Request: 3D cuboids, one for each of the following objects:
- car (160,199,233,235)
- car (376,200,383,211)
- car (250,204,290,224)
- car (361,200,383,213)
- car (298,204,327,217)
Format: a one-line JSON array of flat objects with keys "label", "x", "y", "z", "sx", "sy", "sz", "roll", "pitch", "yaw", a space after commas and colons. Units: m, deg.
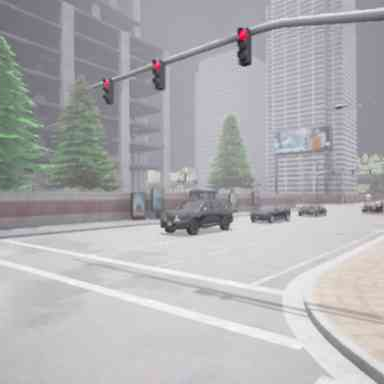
[{"label": "car", "x": 0.450, "y": 1.497, "z": 21.150, "sx": 2.150, "sy": 2.045, "sz": 5.566, "roll": -1, "pitch": -1, "yaw": 40}, {"label": "car", "x": 29.421, "y": 1.991, "z": 50.371, "sx": 1.882, "sy": 1.535, "sz": 5.008, "roll": -1, "pitch": -1, "yaw": 39}, {"label": "car", "x": 6.839, "y": 1.819, "z": 28.869, "sx": 1.882, "sy": 1.535, "sz": 5.008, "roll": -1, "pitch": -1, "yaw": 39}, {"label": "car", "x": 23.470, "y": 2.053, "z": 43.184, "sx": 1.895, "sy": 1.301, "sz": 4.718, "roll": -1, "pitch": -1, "yaw": 40}, {"label": "car", "x": 13.249, "y": 1.971, "z": 36.603, "sx": 1.994, "sy": 1.385, "sz": 4.181, "roll": -1, "pitch": -1, "yaw": 40}]
